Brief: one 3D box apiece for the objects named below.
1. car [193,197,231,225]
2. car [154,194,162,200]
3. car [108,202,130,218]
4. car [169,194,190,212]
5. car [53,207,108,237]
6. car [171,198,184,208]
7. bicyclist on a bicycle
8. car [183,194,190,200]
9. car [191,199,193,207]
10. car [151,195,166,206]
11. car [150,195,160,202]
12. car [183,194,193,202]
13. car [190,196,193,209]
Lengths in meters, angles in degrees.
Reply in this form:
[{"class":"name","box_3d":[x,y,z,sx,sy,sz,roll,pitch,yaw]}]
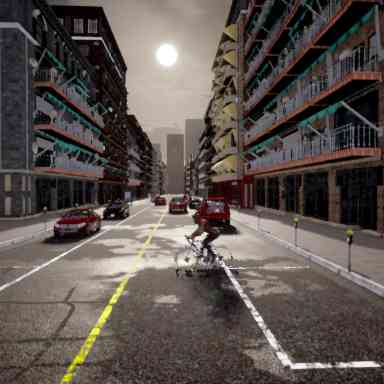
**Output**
[{"class":"car","box_3d":[1.508,1.311,23.733,2.192,1.841,5.009,-1,0,-3]},{"class":"car","box_3d":[-9.444,1.460,91.484,1.967,1.590,4.097,-1,0,-3]},{"class":"car","box_3d":[-6.603,1.561,29.386,1.947,1.339,4.313,-1,0,-3]},{"class":"car","box_3d":[-1.648,1.349,39.277,2.097,1.767,4.553,0,0,-2]},{"class":"car","box_3d":[-6.086,1.578,18.095,1.802,1.307,4.206,-1,0,-3]},{"class":"car","box_3d":[-2.145,1.600,49.464,1.895,1.301,4.718,0,0,-2]},{"class":"bicyclist on a bicycle","box_3d":[0.320,1.448,9.552,1.656,1.620,0.582,-2,0,-3]},{"class":"car","box_3d":[-1.558,1.460,91.636,1.967,1.590,4.097,-1,0,-3]},{"class":"car","box_3d":[1.252,1.546,29.392,2.008,1.369,4.403,-1,0,-3]},{"class":"car","box_3d":[-5.317,1.479,55.688,1.882,1.535,5.008,0,0,-2]},{"class":"car","box_3d":[-8.928,1.453,80.193,1.967,1.590,4.097,-1,0,-3]},{"class":"car","box_3d":[-1.057,1.328,80.319,2.192,1.841,5.009,-1,0,-3]},{"class":"car","box_3d":[0.476,1.564,46.367,1.947,1.339,4.313,-1,0,-3]}]
